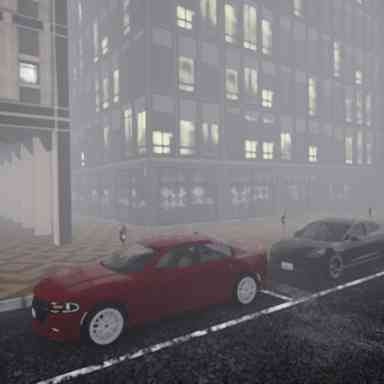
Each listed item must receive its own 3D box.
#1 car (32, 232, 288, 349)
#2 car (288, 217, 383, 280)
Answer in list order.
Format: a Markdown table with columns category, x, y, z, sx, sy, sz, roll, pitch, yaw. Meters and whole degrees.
| category | x | y | z | sx | sy | sz | roll | pitch | yaw |
| --- | --- | --- | --- | --- | --- | --- | --- | --- | --- |
| car | -0.504 | 1.498 | 6.203 | 4.507 | 1.381 | 1.887 | -1 | 0 | -35 |
| car | 4.134 | 1.433 | 9.509 | 4.313 | 1.339 | 1.947 | -1 | 0 | -35 |
